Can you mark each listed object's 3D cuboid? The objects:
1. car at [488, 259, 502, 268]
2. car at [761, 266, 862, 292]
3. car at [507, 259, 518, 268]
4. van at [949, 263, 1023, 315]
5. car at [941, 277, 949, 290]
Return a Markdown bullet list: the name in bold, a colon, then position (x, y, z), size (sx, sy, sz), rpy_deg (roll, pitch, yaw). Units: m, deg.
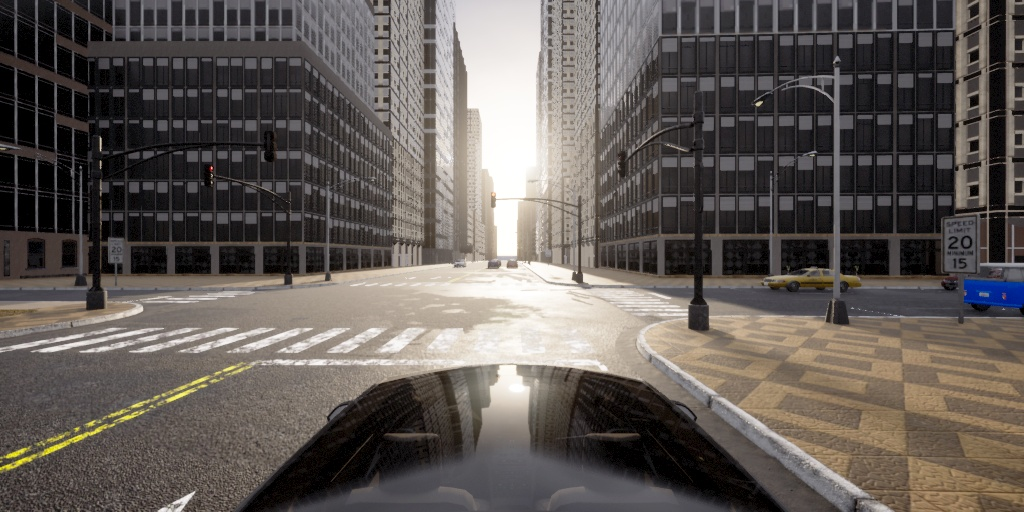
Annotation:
- **car**: position (-3.211, 1.336, 62.826), size (1.882, 1.535, 5.008), rpy_deg (0, 0, 0)
- **car**: position (17.099, 1.293, 20.646), size (4.829, 1.417, 1.751), rpy_deg (0, 0, 2)
- **car**: position (0.039, 1.425, 63.657), size (1.994, 1.385, 4.181), rpy_deg (0, 0, 0)
- **van**: position (18.365, 1.119, 12.473), size (3.998, 1.789, 1.690), rpy_deg (0, 0, 2)
- **car**: position (26.933, 1.356, 20.155), size (4.207, 1.307, 1.802), rpy_deg (0, 0, 2)
